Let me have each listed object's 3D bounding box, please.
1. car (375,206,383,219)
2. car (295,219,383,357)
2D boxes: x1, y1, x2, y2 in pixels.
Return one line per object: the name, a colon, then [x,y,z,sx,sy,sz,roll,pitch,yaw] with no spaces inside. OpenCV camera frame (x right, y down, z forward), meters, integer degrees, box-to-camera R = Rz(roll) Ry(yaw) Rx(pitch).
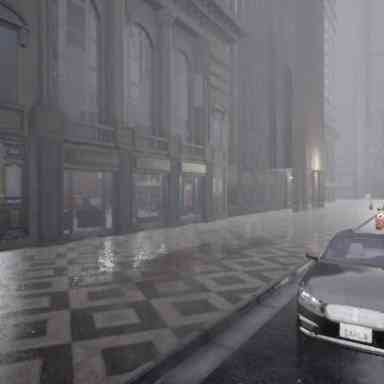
car: [12.294,1.354,19.865,2.097,1.767,4.553,0,0,33]
car: [3.376,1.491,6.201,2.128,1.511,4.902,0,0,33]
